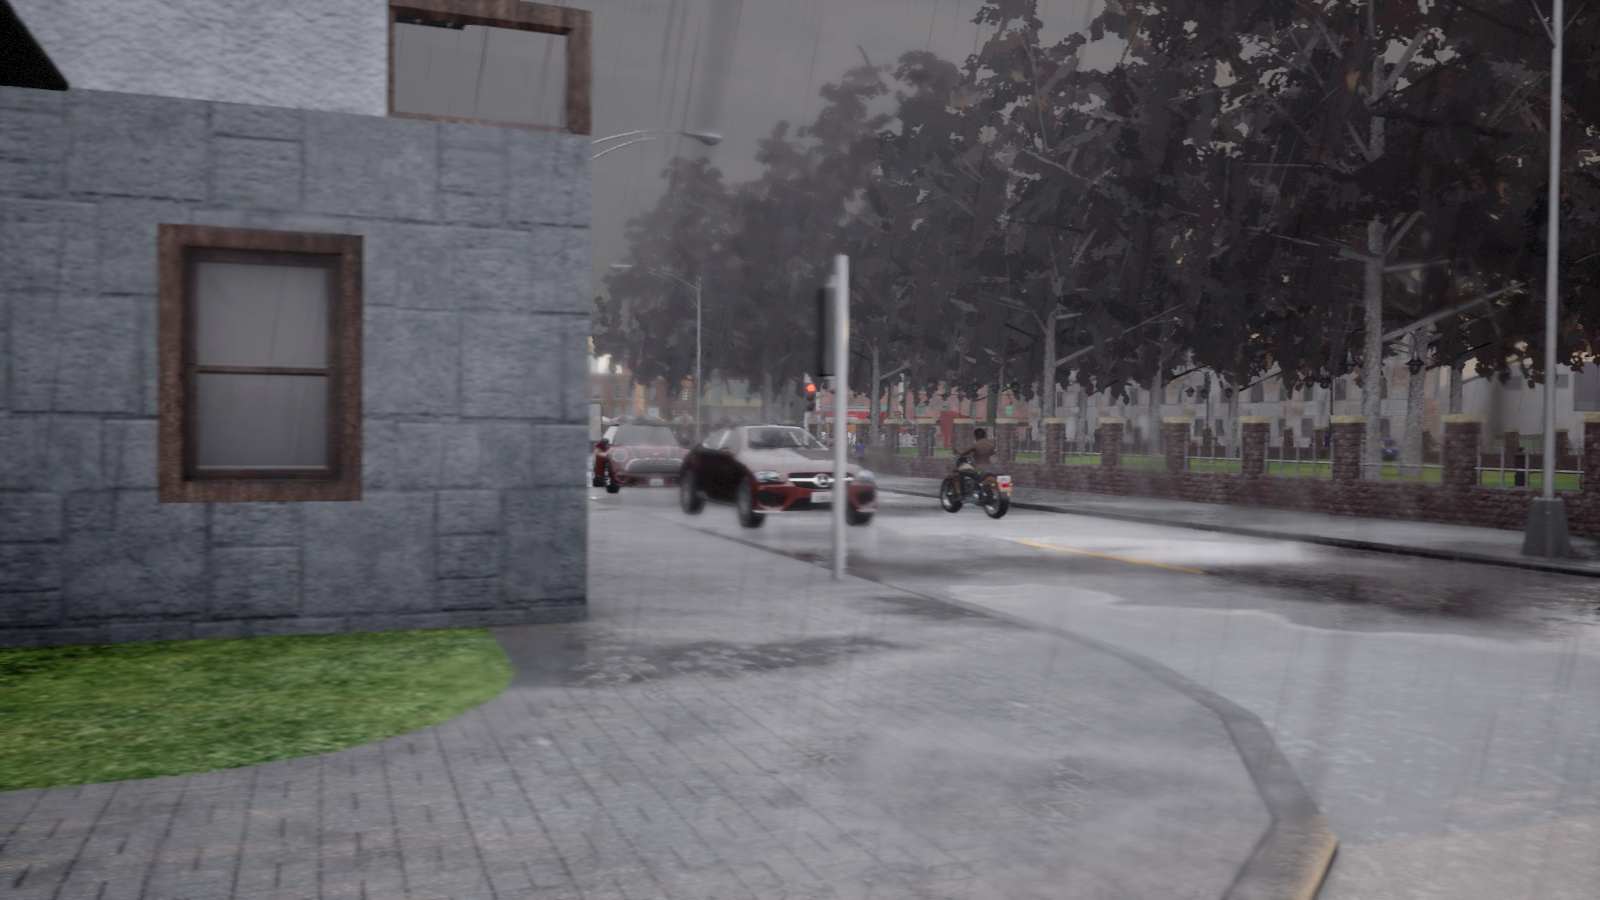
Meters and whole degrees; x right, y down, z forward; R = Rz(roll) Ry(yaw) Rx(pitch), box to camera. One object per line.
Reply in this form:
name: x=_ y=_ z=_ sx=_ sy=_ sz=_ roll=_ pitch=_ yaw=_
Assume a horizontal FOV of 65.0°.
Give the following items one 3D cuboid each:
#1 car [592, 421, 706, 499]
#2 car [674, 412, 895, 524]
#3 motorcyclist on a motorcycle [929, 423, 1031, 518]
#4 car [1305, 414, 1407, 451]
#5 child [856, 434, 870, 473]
car: x=-3.800 y=0.194 z=30.966 sx=2.097 sy=1.767 sz=4.553 roll=-1 pitch=1 yaw=-16
car: x=-0.440 y=0.232 z=21.469 sx=2.152 sy=1.651 sz=5.027 roll=-1 pitch=1 yaw=-21
motorcyclist on a motorcycle: x=3.262 y=0.338 z=23.052 sx=0.766 sy=1.649 sz=2.350 roll=-1 pitch=1 yaw=-21
car: x=32.483 y=-1.032 z=73.590 sx=2.150 sy=2.045 sz=5.566 roll=-1 pitch=1 yaw=-21
child: x=2.064 y=0.097 z=41.088 sx=0.270 sy=1.263 sz=0.437 roll=-1 pitch=1 yaw=-21
